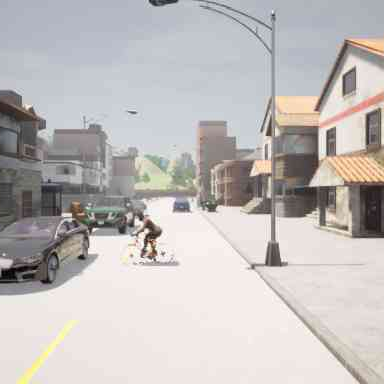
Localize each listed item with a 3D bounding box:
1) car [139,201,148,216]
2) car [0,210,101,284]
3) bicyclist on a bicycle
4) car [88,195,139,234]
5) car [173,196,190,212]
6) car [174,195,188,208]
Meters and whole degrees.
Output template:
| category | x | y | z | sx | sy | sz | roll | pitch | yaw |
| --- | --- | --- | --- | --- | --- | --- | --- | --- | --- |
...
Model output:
| category | x | y | z | sx | sy | sz | roll | pitch | yaw |
| --- | --- | --- | --- | --- | --- | --- | --- | --- | --- |
| car | -5.049 | 1.525 | 29.944 | 1.812 | 1.442 | 4.674 | 0 | 0 | -2 |
| car | -4.379 | 1.491 | 9.643 | 2.128 | 1.511 | 4.902 | 0 | 0 | -2 |
| bicyclist on a bicycle | -1.385 | 1.450 | 10.212 | 1.656 | 1.620 | 0.582 | -2 | 0 | -2 |
| car | -4.722 | 1.221 | 19.655 | 2.150 | 2.045 | 5.566 | 0 | 0 | -2 |
| car | -1.203 | 1.477 | 38.494 | 1.882 | 1.535 | 5.008 | 0 | 0 | -2 |
| car | -1.614 | 1.352 | 49.695 | 2.097 | 1.767 | 4.553 | 0 | 0 | -1 |
